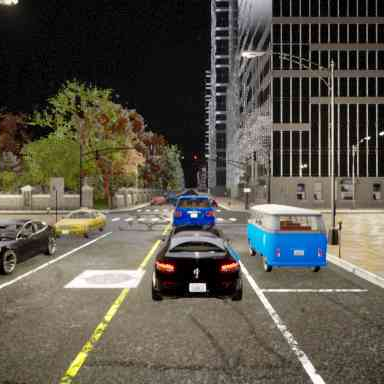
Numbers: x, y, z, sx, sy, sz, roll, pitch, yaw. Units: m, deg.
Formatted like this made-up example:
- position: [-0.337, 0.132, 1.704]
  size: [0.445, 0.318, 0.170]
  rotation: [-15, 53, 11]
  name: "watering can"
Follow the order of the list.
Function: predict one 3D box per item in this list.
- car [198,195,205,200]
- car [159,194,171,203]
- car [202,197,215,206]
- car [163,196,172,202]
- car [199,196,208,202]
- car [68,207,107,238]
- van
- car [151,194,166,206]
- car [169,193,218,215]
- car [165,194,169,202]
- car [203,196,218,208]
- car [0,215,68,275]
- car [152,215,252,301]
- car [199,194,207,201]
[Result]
- position: [2.664, 1.453, 94.209]
  size: [1.752, 1.417, 4.829]
  rotation: [0, 0, 0]
  name: "car"
- position: [-5.710, 1.277, 71.312]
  size: [2.192, 1.841, 5.009]
  rotation: [0, 0, 0]
  name: "car"
- position: [2.675, 1.539, 54.268]
  size: [1.947, 1.339, 4.313]
  rotation: [0, 0, 0]
  name: "car"
- position: [-5.713, 1.538, 76.994]
  size: [1.802, 1.307, 4.206]
  rotation: [0, 0, 0]
  name: "car"
- position: [2.668, 1.521, 76.992]
  size: [1.947, 1.339, 4.313]
  rotation: [0, 0, 0]
  name: "car"
- position: [-5.823, 1.518, 17.692]
  size: [1.752, 1.417, 4.829]
  rotation: [0, 0, 0]
  name: "car"
- position: [2.772, 1.337, 10.462]
  size: [1.690, 1.788, 3.998]
  rotation: [0, 0, 0]
  name: "van"
- position: [-5.705, 1.517, 54.263]
  size: [1.887, 1.381, 4.507]
  rotation: [0, 0, 0]
  name: "car"
- position: [0.095, 1.214, 18.536]
  size: [2.150, 2.045, 5.566]
  rotation: [0, 0, 0]
  name: "car"
- position: [-5.707, 1.520, 59.945]
  size: [2.008, 1.369, 4.403]
  rotation: [0, 0, 0]
  name: "car"
- position: [2.678, 1.416, 48.587]
  size: [1.967, 1.590, 4.097]
  rotation: [0, 0, 0]
  name: "car"
- position: [-5.772, 1.562, 10.458]
  size: [1.947, 1.339, 4.313]
  rotation: [0, 0, 0]
  name: "car"
- position: [0.100, 1.523, 8.186]
  size: [1.812, 1.442, 4.674]
  rotation: [0, 0, 0]
  name: "car"
- position: [2.667, 1.388, 82.673]
  size: [1.967, 1.590, 4.097]
  rotation: [0, 0, 0]
  name: "car"
